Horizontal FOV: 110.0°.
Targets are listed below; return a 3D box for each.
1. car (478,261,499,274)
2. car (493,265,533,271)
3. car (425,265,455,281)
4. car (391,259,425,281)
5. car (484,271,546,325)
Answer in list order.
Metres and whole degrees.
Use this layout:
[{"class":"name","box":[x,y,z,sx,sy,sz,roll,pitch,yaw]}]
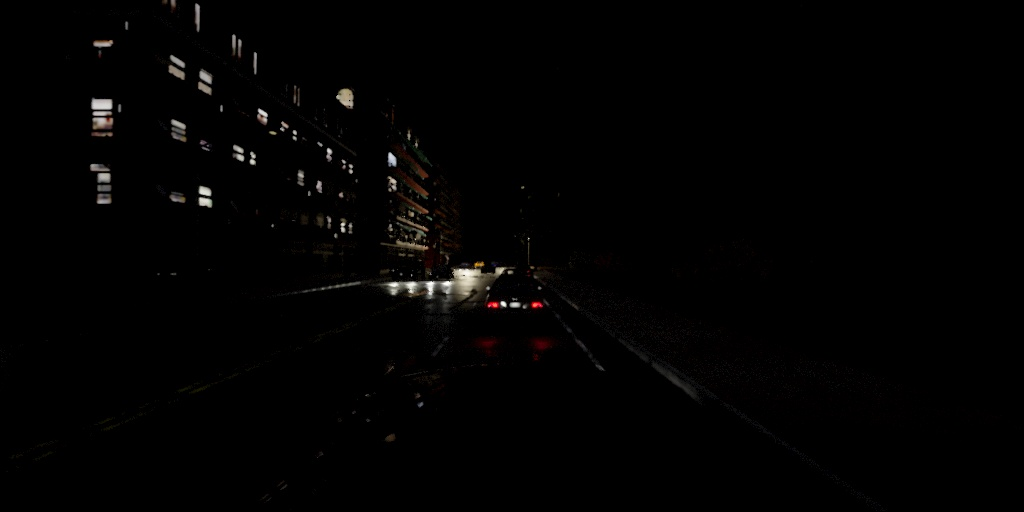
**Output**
[{"class":"car","box":[-3.396,1.821,51.660,1.994,1.385,4.181,0,-1,0]},{"class":"car","box":[0.036,1.522,23.677,2.033,1.411,5.357,0,-1,0]},{"class":"car","box":[-6.692,1.611,34.443,1.812,1.442,4.674,0,-1,0]},{"class":"car","box":[-9.944,1.311,34.916,2.150,2.045,5.566,0,-1,0]},{"class":"car","box":[0.073,1.405,12.265,2.033,1.411,5.357,0,-1,0]}]
